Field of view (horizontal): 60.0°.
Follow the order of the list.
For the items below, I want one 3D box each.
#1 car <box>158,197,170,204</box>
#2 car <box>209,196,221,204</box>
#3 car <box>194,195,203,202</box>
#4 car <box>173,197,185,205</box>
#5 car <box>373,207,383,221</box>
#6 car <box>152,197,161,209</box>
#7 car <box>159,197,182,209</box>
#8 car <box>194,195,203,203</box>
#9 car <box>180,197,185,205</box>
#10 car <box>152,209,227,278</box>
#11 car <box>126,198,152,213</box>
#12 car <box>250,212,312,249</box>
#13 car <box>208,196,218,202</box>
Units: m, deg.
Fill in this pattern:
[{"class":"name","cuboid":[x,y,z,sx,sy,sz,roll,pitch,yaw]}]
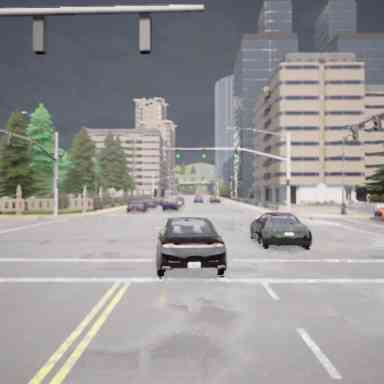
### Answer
[{"class":"car","cuboid":[-5.679,1.716,67.194,1.895,1.301,4.718,0,0,1]},{"class":"car","cuboid":[4.846,1.715,68.825,1.895,1.301,4.718,0,0,1]},{"class":"car","cuboid":[1.479,1.488,78.192,2.097,1.767,4.553,0,0,1]},{"class":"car","cuboid":[-2.279,1.609,60.585,1.837,1.490,4.892,0,0,1]},{"class":"car","cuboid":[16.577,1.400,25.651,4.553,1.767,2.097,0,0,2]},{"class":"car","cuboid":[-6.050,1.628,47.479,2.033,1.411,5.357,0,0,1]},{"class":"car","cuboid":[-2.644,1.672,41.327,1.895,1.301,4.718,0,0,1]},{"class":"car","cuboid":[1.360,1.670,69.852,1.994,1.385,4.181,0,0,1]},{"class":"car","cuboid":[-2.495,1.688,50.490,1.895,1.301,4.718,0,0,1]},{"class":"car","cuboid":[-0.171,1.510,10.284,2.128,1.511,4.902,0,0,-5]},{"class":"car","cuboid":[-6.189,1.629,38.238,1.994,1.385,4.181,0,0,1]},{"class":"car","cuboid":[3.800,1.590,14.777,1.994,1.385,4.181,0,0,2]},{"class":"car","cuboid":[4.979,1.673,78.172,2.033,1.411,5.357,0,0,1]}]
